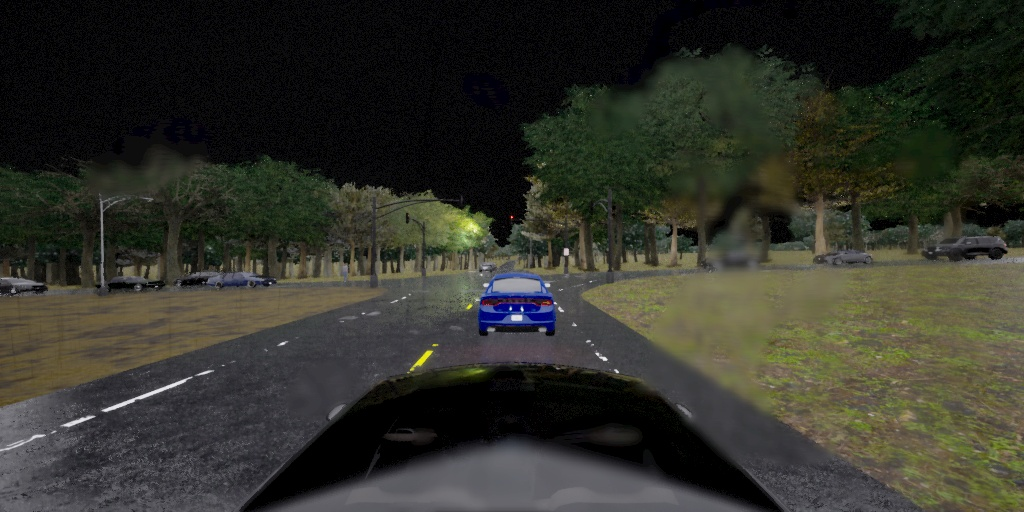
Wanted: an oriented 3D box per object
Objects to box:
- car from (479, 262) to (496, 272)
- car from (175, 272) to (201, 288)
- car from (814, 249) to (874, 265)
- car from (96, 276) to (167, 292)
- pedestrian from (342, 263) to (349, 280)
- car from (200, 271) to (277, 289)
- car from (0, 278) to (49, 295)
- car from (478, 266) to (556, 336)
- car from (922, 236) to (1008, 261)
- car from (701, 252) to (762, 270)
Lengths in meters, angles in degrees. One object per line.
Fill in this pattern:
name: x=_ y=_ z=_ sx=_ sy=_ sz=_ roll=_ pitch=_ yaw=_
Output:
car: x=-3.873 y=1.677 z=53.603 sx=2.128 sy=1.511 sz=4.902 roll=0 pitch=-1 yaw=-1
car: x=-30.128 y=2.245 z=35.097 sx=5.008 sy=1.535 sz=1.882 roll=-2 pitch=-1 yaw=3
car: x=29.956 y=0.100 z=32.459 sx=4.181 sy=1.385 sz=1.994 roll=-2 pitch=-1 yaw=2
car: x=-33.351 y=2.437 z=31.549 sx=4.718 sy=1.301 sz=1.895 roll=-2 pitch=-1 yaw=3
pedestrian: x=-17.865 y=1.680 z=38.444 sx=0.375 sy=1.860 sz=0.375 roll=0 pitch=1 yaw=3
car: x=-23.429 y=2.047 z=31.117 sx=5.357 sy=1.411 sz=2.033 roll=-2 pitch=-1 yaw=6
car: x=-44.626 y=2.707 z=32.086 sx=4.892 sy=1.490 sz=1.837 roll=-2 pitch=-1 yaw=3
car: x=0.140 y=1.233 z=10.486 sx=1.882 sy=1.535 sz=5.008 roll=0 pitch=0 yaw=1
car: x=40.321 y=-0.641 z=32.008 sx=5.566 sy=2.045 sz=2.150 roll=-3 pitch=-1 yaw=2
car: x=20.043 y=0.404 z=32.884 sx=5.008 sy=1.535 sz=1.882 roll=-2 pitch=-1 yaw=2
